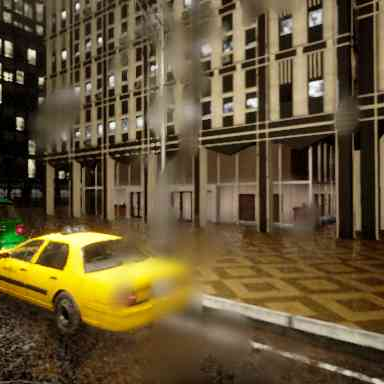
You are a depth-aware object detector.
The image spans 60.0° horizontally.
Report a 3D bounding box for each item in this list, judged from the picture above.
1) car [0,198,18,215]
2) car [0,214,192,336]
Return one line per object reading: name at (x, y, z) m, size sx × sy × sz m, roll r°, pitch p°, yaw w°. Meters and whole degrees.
car at (-7.235, 1.183, 10.076) m, size 5.566 × 2.045 × 2.150 m, roll 0°, pitch 0°, yaw 36°
car at (-2.518, 1.445, 6.633) m, size 5.366 × 1.575 × 1.801 m, roll 0°, pitch 0°, yaw 36°
